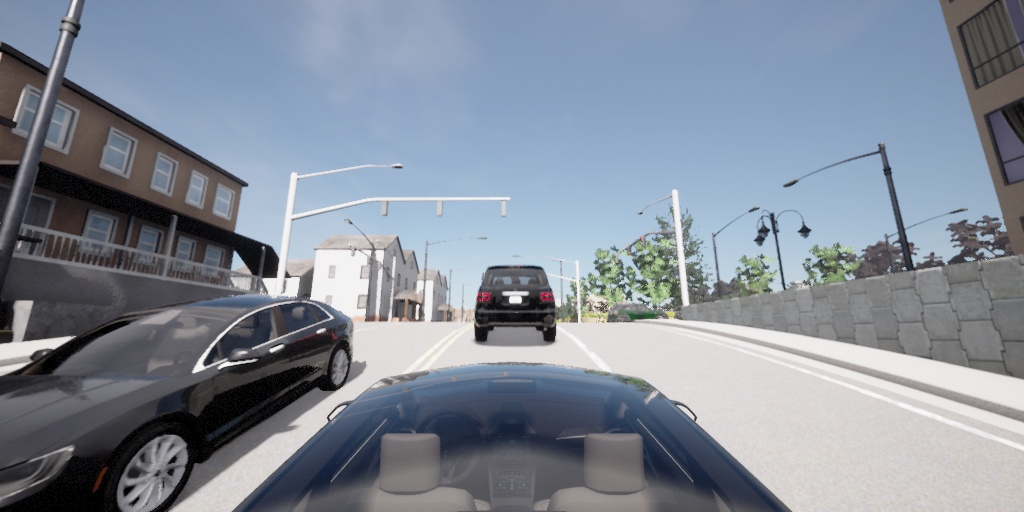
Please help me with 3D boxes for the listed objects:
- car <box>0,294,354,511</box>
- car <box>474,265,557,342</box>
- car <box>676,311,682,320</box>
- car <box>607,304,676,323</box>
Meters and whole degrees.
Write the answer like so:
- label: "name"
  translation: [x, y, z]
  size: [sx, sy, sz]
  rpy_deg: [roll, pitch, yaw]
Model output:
- label: "car"
  translation: [-3.581, 1.282, 4.190]
  size: [1.837, 1.490, 4.892]
  rpy_deg: [0, -1, 0]
- label: "car"
  translation: [0.097, 1.462, 11.295]
  size: [2.150, 2.045, 5.566]
  rpy_deg: [0, -7, 0]
- label: "car"
  translation: [17.250, 5.194, 31.809]
  size: [5.566, 2.045, 2.150]
  rpy_deg: [0, -12, 1]
- label: "car"
  translation: [9.921, 4.578, 28.252]
  size: [4.553, 1.767, 2.097]
  rpy_deg: [1, -12, -4]
